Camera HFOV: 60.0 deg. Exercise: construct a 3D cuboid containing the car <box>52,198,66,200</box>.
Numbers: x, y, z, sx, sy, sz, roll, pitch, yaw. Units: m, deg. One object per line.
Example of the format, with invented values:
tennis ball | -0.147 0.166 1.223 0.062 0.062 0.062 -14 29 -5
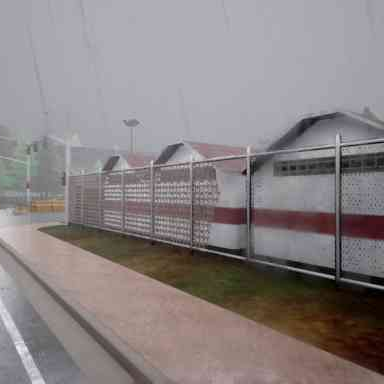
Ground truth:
car | -17.026 1.504 42.409 4.892 1.490 1.837 0 0 -38
